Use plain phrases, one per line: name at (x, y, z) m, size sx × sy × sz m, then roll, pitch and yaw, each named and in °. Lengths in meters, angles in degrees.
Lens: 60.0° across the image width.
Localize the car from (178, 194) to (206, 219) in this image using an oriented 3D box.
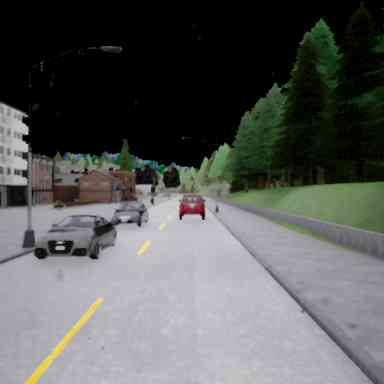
car at (0.016, 1.207, 28.803) m, size 2.150 × 2.045 × 5.566 m, roll 0°, pitch 0°, yaw 0°

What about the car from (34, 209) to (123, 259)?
car at (-4.112, 1.559, 12.385) m, size 1.994 × 1.385 × 4.181 m, roll 0°, pitch 0°, yaw 0°

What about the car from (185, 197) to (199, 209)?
car at (0.001, 1.450, 44.984) m, size 1.882 × 1.535 × 5.008 m, roll 0°, pitch 0°, yaw 0°

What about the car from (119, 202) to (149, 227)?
car at (-4.107, 1.480, 22.813) m, size 2.128 × 1.511 × 4.902 m, roll 0°, pitch 0°, yaw 0°
